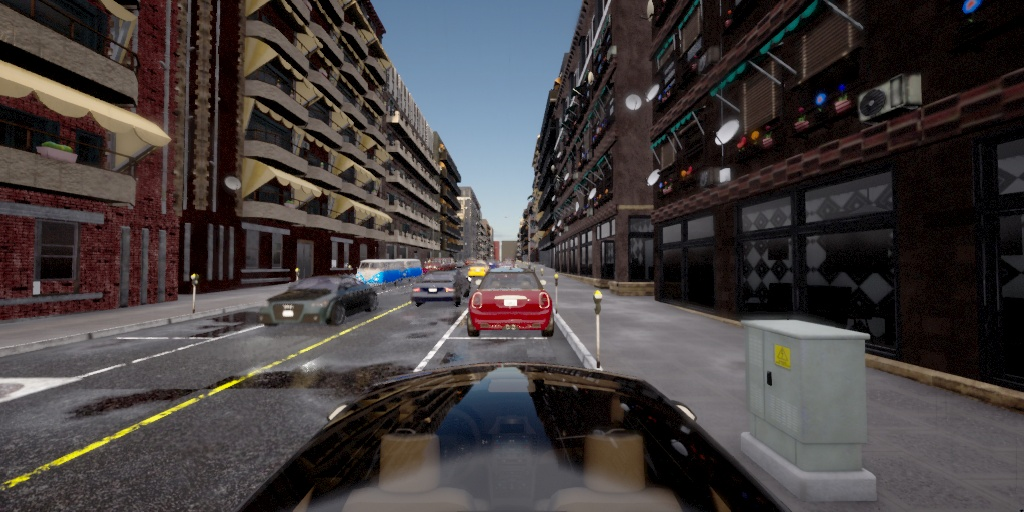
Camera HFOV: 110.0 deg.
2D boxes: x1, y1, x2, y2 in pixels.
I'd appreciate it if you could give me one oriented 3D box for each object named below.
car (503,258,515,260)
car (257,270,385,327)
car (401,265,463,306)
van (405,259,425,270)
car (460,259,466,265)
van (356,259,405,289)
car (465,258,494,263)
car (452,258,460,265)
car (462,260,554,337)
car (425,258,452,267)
[{"bbox_3d":[-0.445,1.240,39.134,1.967,1.591,4.097,0,0,0],"label":"car"},{"bbox_3d":[-5.870,1.320,11.385,1.994,1.385,4.181,0,0,0],"label":"car"},{"bbox_3d":[-2.920,1.307,15.727,2.033,1.411,5.357,0,0,0],"label":"car"},{"bbox_3d":[-8.335,1.118,28.134,1.690,1.789,3.998,0,0,0],"label":"van"},{"bbox_3d":[-8.335,1.410,55.786,1.948,1.339,4.313,0,0,0],"label":"car"},{"bbox_3d":[-8.335,1.108,22.603,1.690,1.789,3.998,0,0,0],"label":"van"},{"bbox_3d":[-3.022,1.245,34.332,1.801,1.575,5.366,0,0,0],"label":"car"},{"bbox_3d":[-8.335,1.128,44.724,2.192,1.841,5.009,0,0,0],"label":"car"},{"bbox_3d":[-0.033,1.108,10.473,2.097,1.767,4.553,0,0,0],"label":"car"},{"bbox_3d":[-8.335,1.115,39.194,2.192,1.841,5.009,0,0,0],"label":"car"}]
